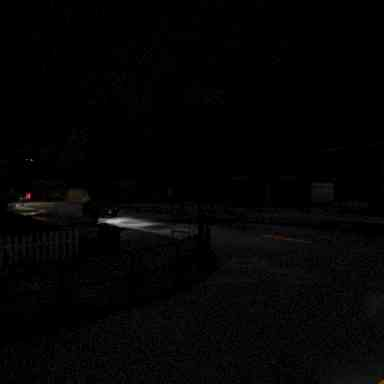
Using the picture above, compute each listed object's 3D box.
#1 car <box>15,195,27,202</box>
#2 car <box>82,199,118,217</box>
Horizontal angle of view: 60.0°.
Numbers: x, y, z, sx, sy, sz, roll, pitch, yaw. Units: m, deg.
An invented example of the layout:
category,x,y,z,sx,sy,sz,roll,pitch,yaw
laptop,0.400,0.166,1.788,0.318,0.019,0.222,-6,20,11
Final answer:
category,x,y,z,sx,sy,sz,roll,pitch,yaw
car,-32.289,1.388,62.725,1.812,1.442,4.674,-1,1,-36
car,-7.947,1.361,28.552,2.128,1.511,4.902,-1,0,-35
